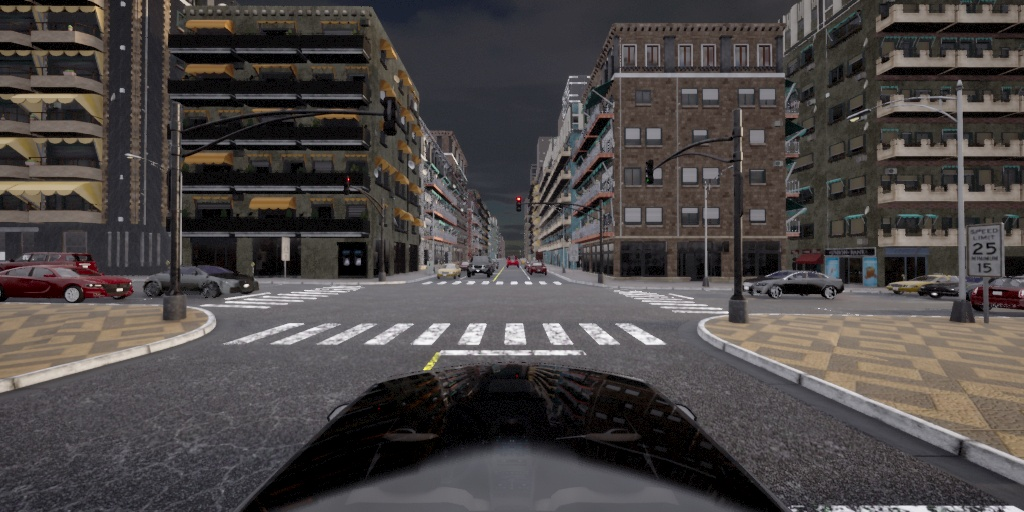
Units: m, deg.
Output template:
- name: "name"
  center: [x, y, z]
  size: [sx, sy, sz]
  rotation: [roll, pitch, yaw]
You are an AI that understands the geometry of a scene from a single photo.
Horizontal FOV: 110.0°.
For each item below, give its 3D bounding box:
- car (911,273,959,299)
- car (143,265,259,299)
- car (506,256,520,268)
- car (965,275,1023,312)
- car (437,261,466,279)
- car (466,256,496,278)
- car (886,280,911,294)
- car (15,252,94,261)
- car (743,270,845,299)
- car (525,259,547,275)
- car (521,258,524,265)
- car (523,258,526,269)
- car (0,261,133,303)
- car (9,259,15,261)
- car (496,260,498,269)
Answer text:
- name: "car"
  center: [25.936, 1.746, 19.765]
  size: [5.357, 1.411, 2.033]
  rotation: [1, -1, 0]
- name: "car"
  center: [-13.827, 1.107, 16.095]
  size: [4.181, 1.385, 1.994]
  rotation: [1, -1, 3]
- name: "car"
  center: [0.151, 0.992, 62.981]
  size: [2.150, 2.045, 5.566]
  rotation: [0, 0, 0]
- name: "car"
  center: [20.846, 1.501, 13.969]
  size: [4.097, 1.591, 1.967]
  rotation: [0, 0, 0]
- name: "car"
  center: [-5.662, 1.285, 32.643]
  size: [1.751, 1.417, 4.829]
  rotation: [0, 0, 0]
- name: "car"
  center: [-3.070, 0.982, 35.220]
  size: [2.150, 2.045, 5.566]
  rotation: [0, 0, 0]
- name: "car"
  center: [26.265, 1.757, 22.319]
  size: [4.829, 1.417, 1.751]
  rotation: [0, 0, 0]
- name: "car"
  center: [-28.628, 0.688, 21.986]
  size: [5.009, 1.841, 2.192]
  rotation: [0, 0, 0]
- name: "car"
  center: [15.322, 1.524, 19.697]
  size: [4.902, 1.511, 2.128]
  rotation: [1, -1, -1]
- name: "car"
  center: [2.724, 1.307, 38.315]
  size: [1.888, 1.381, 4.507]
  rotation: [0, 0, 0]
- name: "car"
  center: [2.738, 1.350, 54.886]
  size: [1.802, 1.307, 4.207]
  rotation: [0, 0, 0]
- name: "car"
  center: [2.729, 1.204, 43.839]
  size: [1.967, 1.591, 4.097]
  rotation: [0, 0, 0]
- name: "car"
  center: [-17.252, 1.012, 13.681]
  size: [4.507, 1.381, 1.888]
  rotation: [0, 0, 0]
- name: "car"
  center: [-26.707, 0.893, 16.215]
  size: [5.357, 1.411, 2.033]
  rotation: [1, -1, 0]
- name: "car"
  center: [-3.060, 1.269, 45.259]
  size: [1.837, 1.490, 4.892]
  rotation: [0, 0, 0]
